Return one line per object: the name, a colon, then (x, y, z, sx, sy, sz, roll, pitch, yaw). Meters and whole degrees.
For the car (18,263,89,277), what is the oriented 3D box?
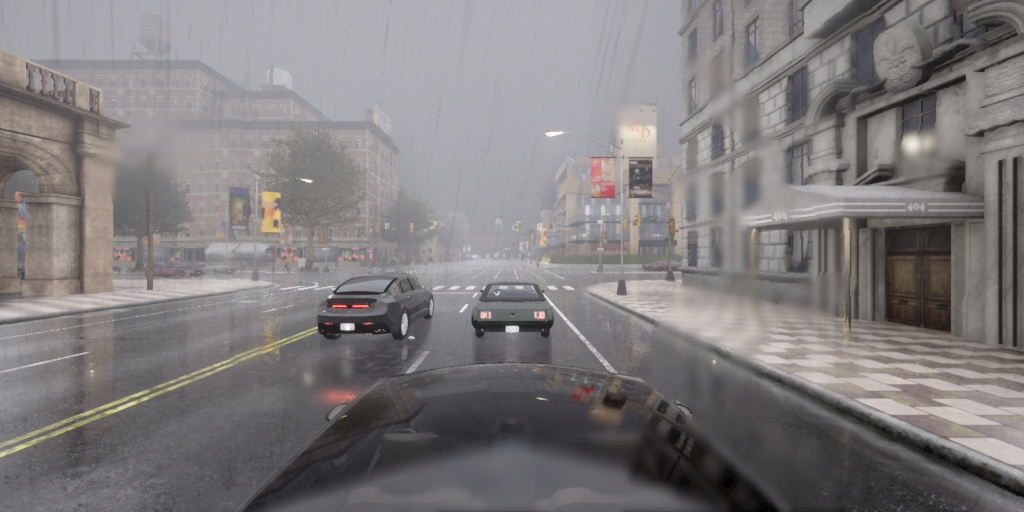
car: (-45.833, 1.351, 35.924, 4.718, 1.301, 1.895, 0, 0, 0)

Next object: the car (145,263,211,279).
car: (-30.381, 1.312, 32.463, 4.181, 1.385, 1.994, 0, 0, 0)

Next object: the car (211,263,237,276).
car: (-30.464, 1.350, 35.963, 4.718, 1.301, 1.895, 0, 0, 0)

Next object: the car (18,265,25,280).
car: (-47.341, 1.314, 32.420, 4.181, 1.385, 1.994, 0, 0, 0)

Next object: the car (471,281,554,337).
car: (0.013, 1.351, 10.242, 1.895, 1.301, 4.718, 0, 0, 0)

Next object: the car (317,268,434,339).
car: (-3.488, 1.255, 10.020, 1.837, 1.490, 4.892, 0, 0, 0)

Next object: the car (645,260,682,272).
car: (19.404, 1.275, 44.303, 4.674, 1.442, 1.812, 0, 0, -1)

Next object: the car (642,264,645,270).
car: (19.752, 1.275, 47.807, 4.674, 1.442, 1.812, 0, 0, 0)

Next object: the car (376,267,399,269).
car: (-7.142, 1.319, 20.531, 1.994, 1.385, 4.181, 0, 0, -1)
